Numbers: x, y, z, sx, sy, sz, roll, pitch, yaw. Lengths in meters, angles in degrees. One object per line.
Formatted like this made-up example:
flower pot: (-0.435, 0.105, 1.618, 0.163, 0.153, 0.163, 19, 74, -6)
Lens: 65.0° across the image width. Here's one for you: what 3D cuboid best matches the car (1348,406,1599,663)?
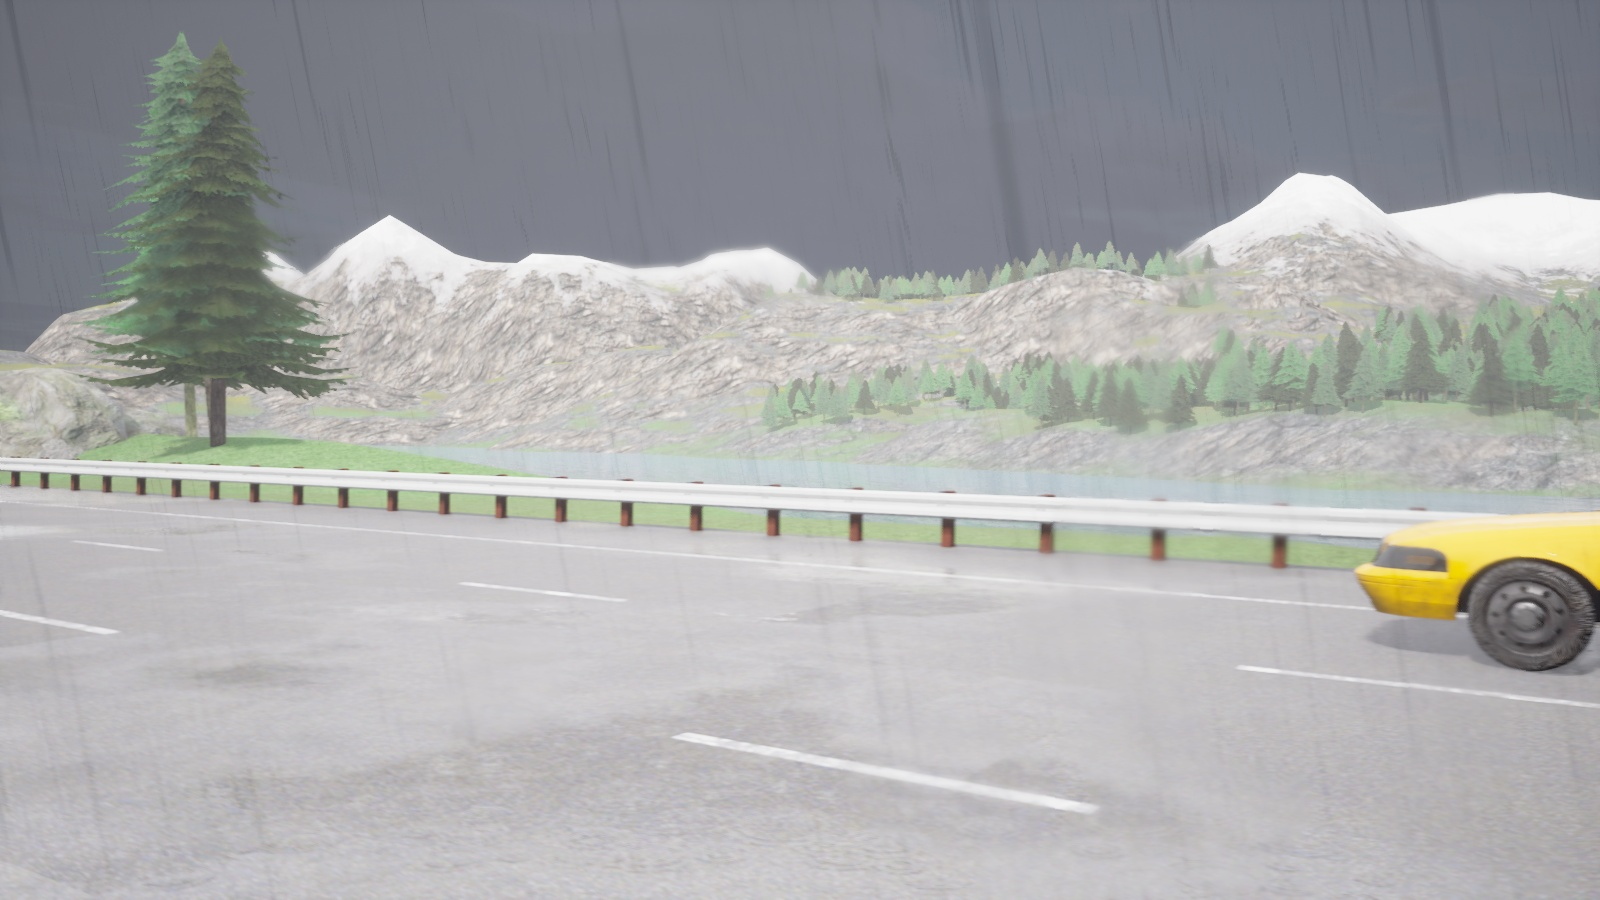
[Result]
car: (6.436, 0.506, 7.749, 5.366, 1.575, 1.801, 0, 1, 34)
